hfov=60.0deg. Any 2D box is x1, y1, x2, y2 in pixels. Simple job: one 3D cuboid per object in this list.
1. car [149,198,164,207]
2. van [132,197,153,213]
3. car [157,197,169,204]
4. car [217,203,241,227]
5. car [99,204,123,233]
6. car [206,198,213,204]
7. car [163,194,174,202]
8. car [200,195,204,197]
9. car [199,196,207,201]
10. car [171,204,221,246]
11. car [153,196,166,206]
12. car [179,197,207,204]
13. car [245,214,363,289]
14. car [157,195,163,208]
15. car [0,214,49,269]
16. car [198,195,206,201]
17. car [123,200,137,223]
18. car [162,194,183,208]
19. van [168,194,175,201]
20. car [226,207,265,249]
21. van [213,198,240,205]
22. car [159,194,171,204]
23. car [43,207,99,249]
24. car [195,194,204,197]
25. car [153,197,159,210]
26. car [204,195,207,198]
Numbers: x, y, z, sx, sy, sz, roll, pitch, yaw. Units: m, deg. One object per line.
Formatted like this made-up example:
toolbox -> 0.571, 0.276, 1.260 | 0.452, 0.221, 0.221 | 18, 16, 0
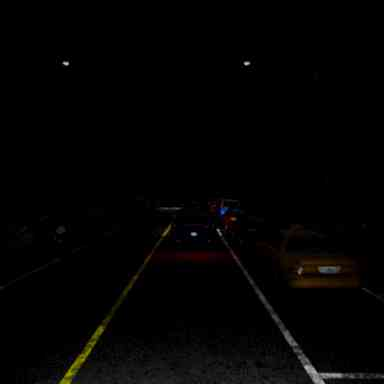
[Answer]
car -> -5.719, 1.661, 53.670 | 1.947, 1.339, 4.313 | 0, 0, 0
van -> -5.731, 1.406, 36.865 | 1.690, 1.788, 3.998 | 0, 0, 0
car -> -5.711, 1.681, 64.873 | 1.947, 1.339, 4.313 | 0, 0, 0
car -> 2.780, 1.579, 20.061 | 1.887, 1.381, 4.507 | 0, 0, 0
car -> -5.745, 1.580, 20.059 | 1.887, 1.381, 4.507 | 0, 0, 0
car -> 2.793, 1.609, 36.868 | 1.887, 1.381, 4.507 | 0, 0, 0
car -> -5.697, 1.462, 81.679 | 2.192, 1.841, 5.009 | 0, 0, 0
car -> 2.810, 1.649, 59.276 | 1.887, 1.381, 4.507 | 0, 0, 0
car -> 2.831, 1.709, 87.286 | 2.008, 1.369, 4.403 | 0, 0, 0
car -> 0.087, 1.505, 15.298 | 1.882, 1.535, 5.008 | 0, -1, 0
car -> -5.715, 1.545, 59.271 | 1.967, 1.590, 4.097 | 0, 0, 0
car -> 0.099, 1.531, 30.718 | 1.882, 1.535, 5.008 | 0, 0, 0
car -> 2.772, 1.541, 9.027 | 1.752, 1.417, 4.829 | 0, 0, 0
car -> -5.723, 1.525, 48.068 | 1.967, 1.590, 4.097 | 0, 0, 0
car -> -5.753, 1.541, 8.685 | 1.752, 1.417, 4.829 | 0, 0, 0
car -> 2.836, 1.611, 92.889 | 1.967, 1.590, 4.097 | 0, 0, 0
car -> -5.741, 1.590, 25.661 | 1.887, 1.381, 4.507 | 0, 0, 0
car -> -3.042, 1.312, 51.493 | 2.150, 2.045, 5.566 | 0, 0, 0
van -> -5.689, 1.513, 92.881 | 1.690, 1.788, 3.998 | 0, 0, 0
car -> 2.776, 1.570, 14.459 | 1.887, 1.381, 4.507 | 0, 0, 0
van -> 2.785, 1.385, 25.663 | 1.690, 1.788, 3.998 | 0, 0, 0
car -> -5.706, 1.440, 70.475 | 2.192, 1.841, 5.009 | 0, 0, 0
car -> -5.749, 1.466, 14.457 | 1.967, 1.590, 4.097 | 0, 0, 0
car -> 2.445, 1.487, 75.903 | 2.097, 1.767, 4.553 | 0, 0, 0
car -> -5.728, 1.657, 42.466 | 1.802, 1.307, 4.206 | 0, 0, 0
car -> 2.798, 1.514, 42.470 | 1.967, 1.590, 4.097 | 0, 0, 0
